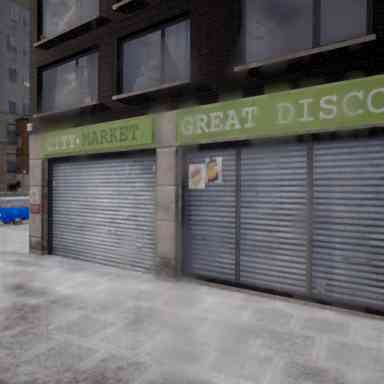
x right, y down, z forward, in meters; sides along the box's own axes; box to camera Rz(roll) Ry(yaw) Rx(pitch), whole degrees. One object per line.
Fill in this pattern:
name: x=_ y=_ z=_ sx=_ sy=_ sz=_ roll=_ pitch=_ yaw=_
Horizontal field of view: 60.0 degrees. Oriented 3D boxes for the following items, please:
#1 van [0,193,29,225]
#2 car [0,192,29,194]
van: x=-10.859 y=1.202 z=22.322 sx=1.690 sy=1.788 sz=3.998 roll=1 pitch=1 yaw=36
car: x=-15.235 y=1.031 z=26.301 sx=2.150 sy=2.045 sz=5.566 roll=1 pitch=1 yaw=36
